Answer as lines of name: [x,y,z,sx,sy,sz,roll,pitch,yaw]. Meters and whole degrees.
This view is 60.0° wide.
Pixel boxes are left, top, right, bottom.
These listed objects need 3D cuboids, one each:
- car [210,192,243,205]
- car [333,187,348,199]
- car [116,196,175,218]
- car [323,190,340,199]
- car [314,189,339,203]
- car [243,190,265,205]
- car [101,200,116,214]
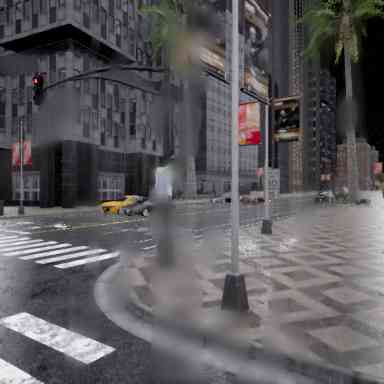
car: [4.089,0.808,42.308,2.128,1.511,4.902,0,1,36]
car: [23.672,0.232,52.772,2.150,2.045,5.566,0,1,36]
car: [-3.304,1.124,26.283,1.837,1.490,4.892,0,1,35]
car: [25.759,0.353,61.331,1.882,1.535,5.008,0,1,36]
car: [17.810,0.677,44.492,1.837,1.490,4.892,0,1,35]
car: [7.777,0.643,41.880,2.097,1.767,4.553,0,1,36]
car: [-5.534,1.078,28.755,1.882,1.535,5.008,0,1,35]
